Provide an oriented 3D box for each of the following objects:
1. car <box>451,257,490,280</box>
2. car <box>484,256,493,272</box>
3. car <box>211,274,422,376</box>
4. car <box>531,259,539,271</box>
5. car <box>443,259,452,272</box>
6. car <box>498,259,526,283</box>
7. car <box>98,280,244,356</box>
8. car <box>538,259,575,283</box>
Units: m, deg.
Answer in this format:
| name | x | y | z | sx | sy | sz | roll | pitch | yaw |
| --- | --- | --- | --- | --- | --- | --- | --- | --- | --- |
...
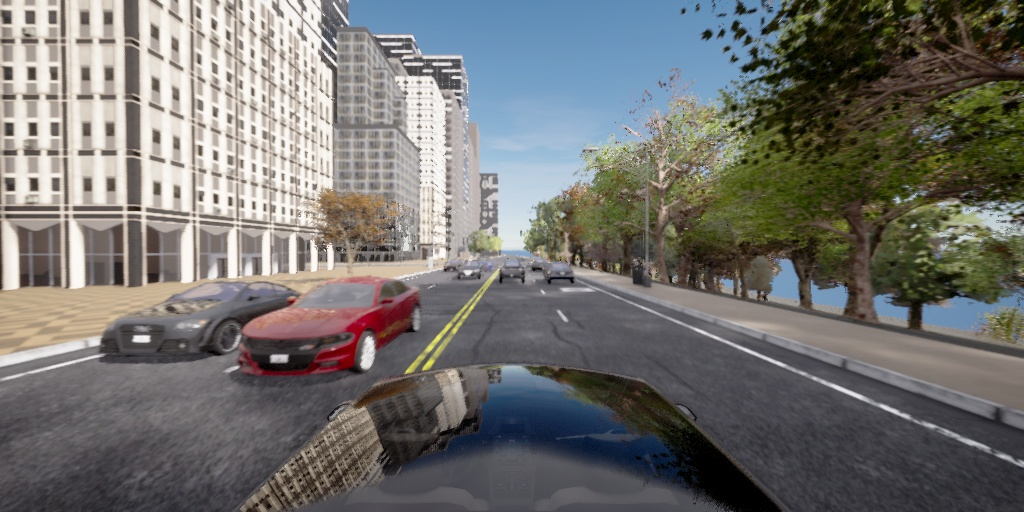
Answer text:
| name | x | y | z | sx | sy | sz | roll | pitch | yaw |
| --- | --- | --- | --- | --- | --- | --- | --- | --- | --- |
| car | -3.257 | 1.071 | 29.072 | 2.128 | 1.511 | 4.902 | 0 | 0 | 0 |
| car | -3.257 | 0.857 | 41.153 | 2.097 | 1.767 | 4.553 | 0 | 0 | 0 |
| car | -3.348 | 1.189 | 7.657 | 1.882 | 1.535 | 5.008 | 0 | 0 | 0 |
| car | 3.313 | 1.056 | 42.811 | 1.994 | 1.385 | 4.181 | 0 | 0 | 0 |
| car | -6.508 | 1.053 | 41.124 | 2.033 | 1.411 | 5.357 | 0 | 0 | 0 |
| car | 0.018 | 1.085 | 26.228 | 2.128 | 1.511 | 4.902 | 0 | 0 | 0 |
| car | -6.597 | 1.271 | 8.375 | 1.994 | 1.385 | 4.181 | 0 | 0 | 0 |
| car | 3.258 | 1.145 | 25.653 | 2.033 | 1.411 | 5.357 | 0 | 0 | 0 |
